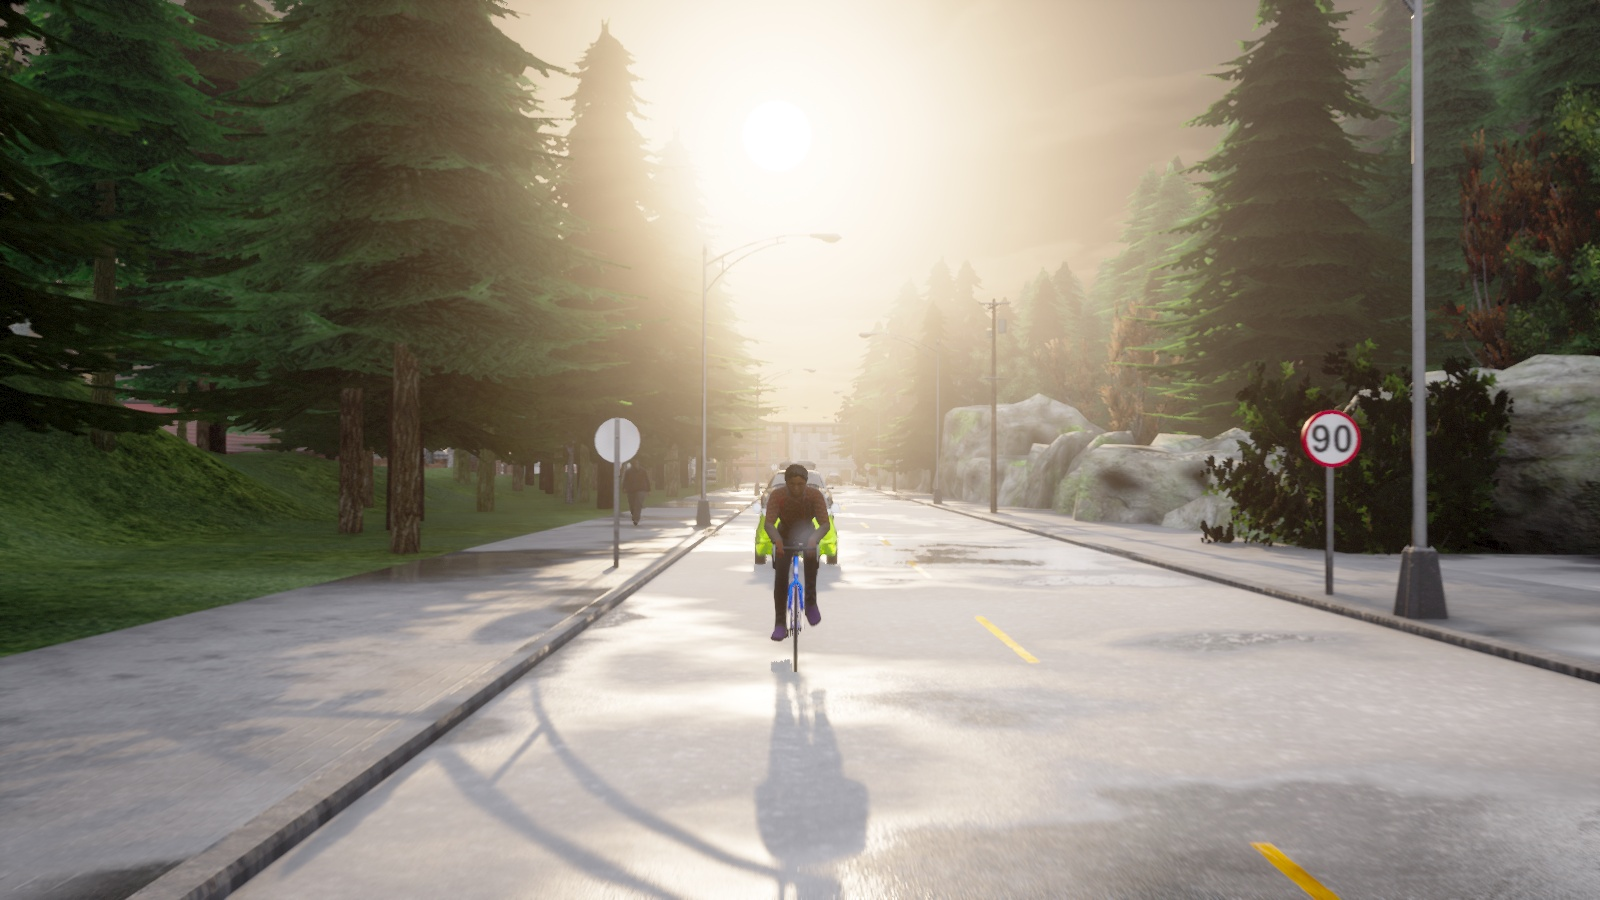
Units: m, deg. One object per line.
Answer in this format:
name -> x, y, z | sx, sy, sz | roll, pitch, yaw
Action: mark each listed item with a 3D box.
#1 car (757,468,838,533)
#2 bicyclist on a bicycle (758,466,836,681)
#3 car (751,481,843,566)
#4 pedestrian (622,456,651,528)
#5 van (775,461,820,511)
car -> -0.073, 1.320, 34.178 | 2.033, 1.649, 4.856 | 0, -1, 0
bicyclist on a bicycle -> -0.026, 0.941, 10.289 | 0.582, 1.620, 1.656 | 0, -1, 0
car -> -0.053, 1.232, 21.568 | 1.481, 1.376, 2.207 | 0, -2, 0
pedestrian -> -4.283, 1.095, 32.932 | 0.634, 1.844, 0.899 | 0, -1, 1
van -> -0.094, 1.442, 52.147 | 1.775, 1.987, 4.442 | 0, -1, 0
